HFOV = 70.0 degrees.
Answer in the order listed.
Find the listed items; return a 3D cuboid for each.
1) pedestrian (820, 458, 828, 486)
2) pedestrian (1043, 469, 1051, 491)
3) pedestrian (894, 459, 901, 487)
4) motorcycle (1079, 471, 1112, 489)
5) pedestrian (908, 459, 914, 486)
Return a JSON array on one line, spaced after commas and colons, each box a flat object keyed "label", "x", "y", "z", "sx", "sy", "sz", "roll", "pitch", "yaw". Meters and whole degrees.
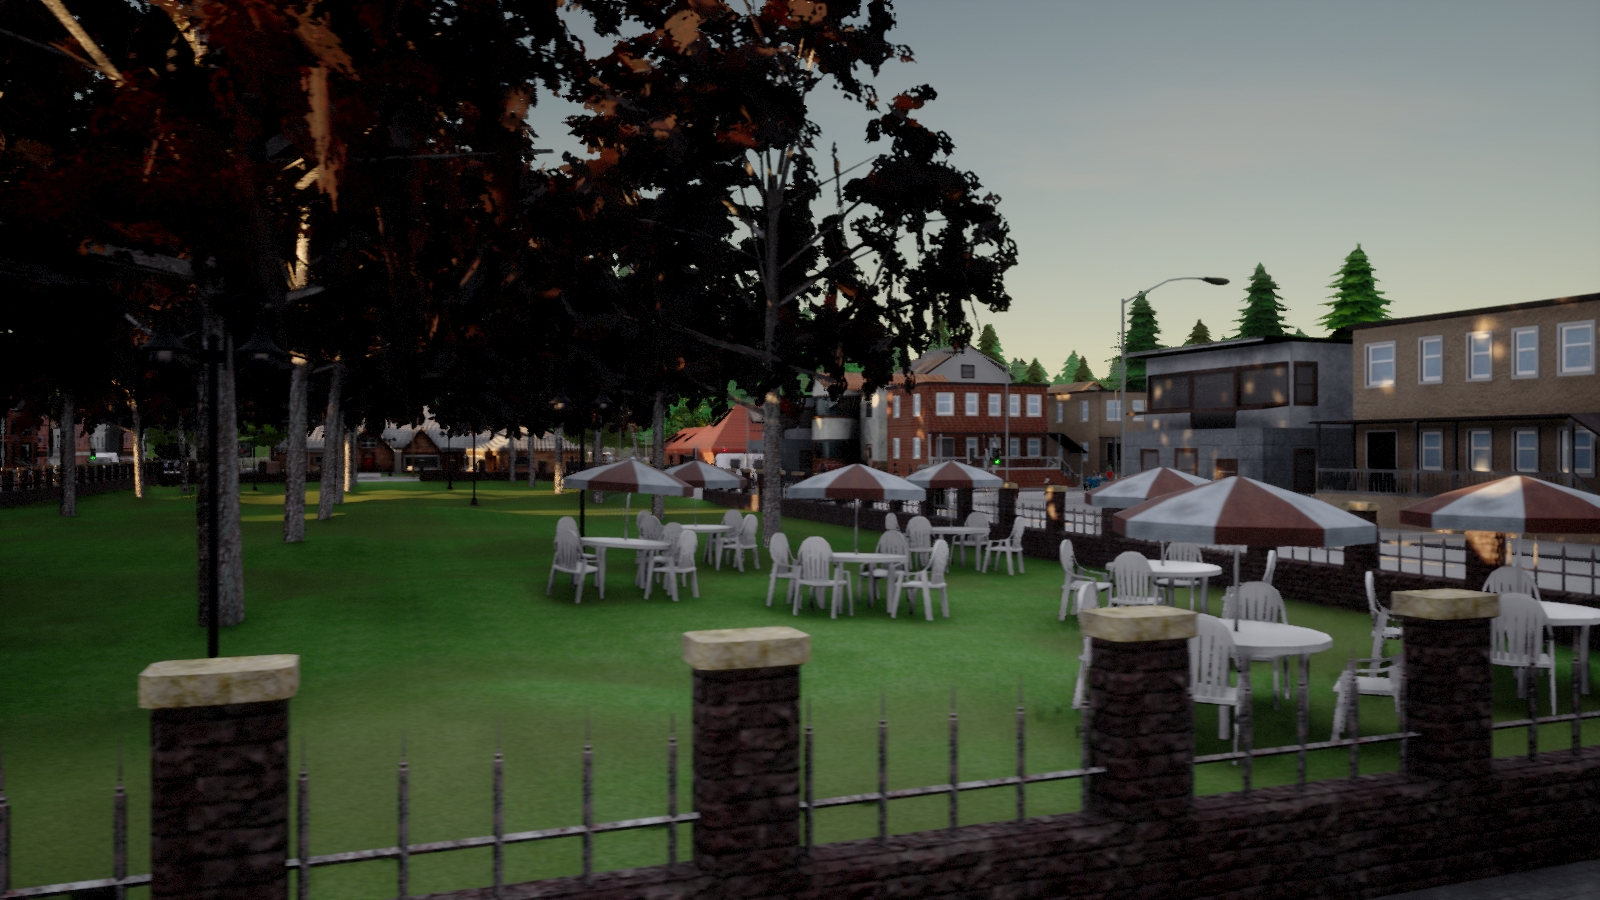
[{"label": "pedestrian", "x": 1.662, "y": 1.517, "z": 78.846, "sx": 0.375, "sy": 1.860, "sz": 0.375, "roll": 0, "pitch": 0, "yaw": 30}, {"label": "pedestrian", "x": 14.759, "y": 1.807, "z": 68.366, "sx": 0.375, "sy": 1.300, "sz": 0.375, "roll": 0, "pitch": 0, "yaw": -9}, {"label": "pedestrian", "x": 6.510, "y": 1.519, "z": 76.378, "sx": 0.375, "sy": 1.860, "sz": 0.375, "roll": 0, "pitch": 0, "yaw": -27}, {"label": "motorcycle", "x": 19.836, "y": 1.994, "z": 76.646, "sx": 2.033, "sy": 1.145, "sz": 0.803, "roll": 0, "pitch": 0, "yaw": -20}, {"label": "pedestrian", "x": 7.542, "y": 1.517, "z": 77.720, "sx": 0.375, "sy": 1.860, "sz": 0.375, "roll": 0, "pitch": 0, "yaw": -2}]
